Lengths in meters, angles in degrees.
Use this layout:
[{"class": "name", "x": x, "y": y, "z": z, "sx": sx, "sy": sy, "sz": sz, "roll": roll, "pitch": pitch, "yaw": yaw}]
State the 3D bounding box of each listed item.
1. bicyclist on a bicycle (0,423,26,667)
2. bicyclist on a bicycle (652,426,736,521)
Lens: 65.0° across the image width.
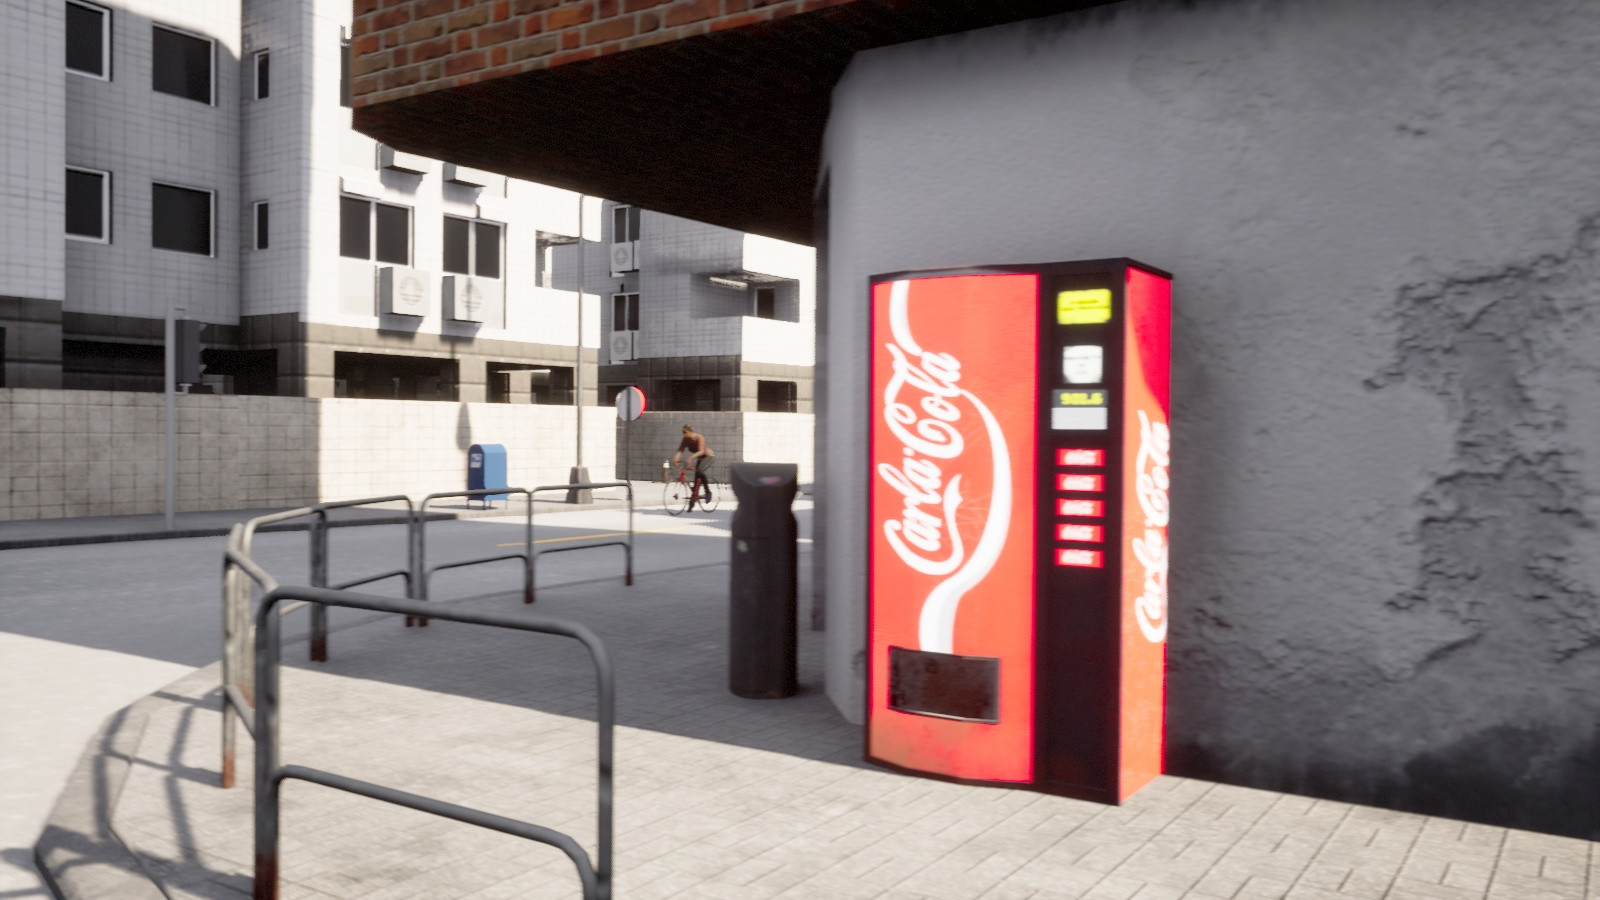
[{"class": "bicyclist on a bicycle", "x": -5.691, "y": 0.630, "z": 7.757, "sx": 0.582, "sy": 1.620, "sz": 1.656, "roll": 2, "pitch": 1, "yaw": 8}, {"class": "bicyclist on a bicycle", "x": -1.883, "y": 0.394, "z": 22.501, "sx": 0.582, "sy": 1.620, "sz": 1.656, "roll": 0, "pitch": 1, "yaw": 33}]
